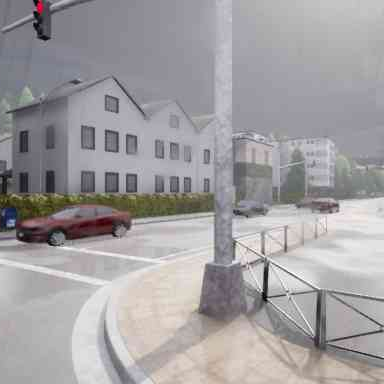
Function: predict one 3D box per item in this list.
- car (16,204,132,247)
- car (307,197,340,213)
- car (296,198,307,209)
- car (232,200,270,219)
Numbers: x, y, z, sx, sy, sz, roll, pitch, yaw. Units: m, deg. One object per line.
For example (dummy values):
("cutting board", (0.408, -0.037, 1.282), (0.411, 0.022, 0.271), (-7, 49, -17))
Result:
("car", (-4.788, 1.290, 14.170), (1.882, 1.535, 5.008), (0, 0, 35))
("car", (13.515, 1.289, 33.611), (1.882, 1.535, 5.008), (0, 0, 35))
("car", (14.583, 1.415, 41.339), (2.033, 1.411, 5.357), (0, 0, 35))
("car", (4.667, 1.359, 27.517), (2.033, 1.411, 5.357), (0, 0, 35))
